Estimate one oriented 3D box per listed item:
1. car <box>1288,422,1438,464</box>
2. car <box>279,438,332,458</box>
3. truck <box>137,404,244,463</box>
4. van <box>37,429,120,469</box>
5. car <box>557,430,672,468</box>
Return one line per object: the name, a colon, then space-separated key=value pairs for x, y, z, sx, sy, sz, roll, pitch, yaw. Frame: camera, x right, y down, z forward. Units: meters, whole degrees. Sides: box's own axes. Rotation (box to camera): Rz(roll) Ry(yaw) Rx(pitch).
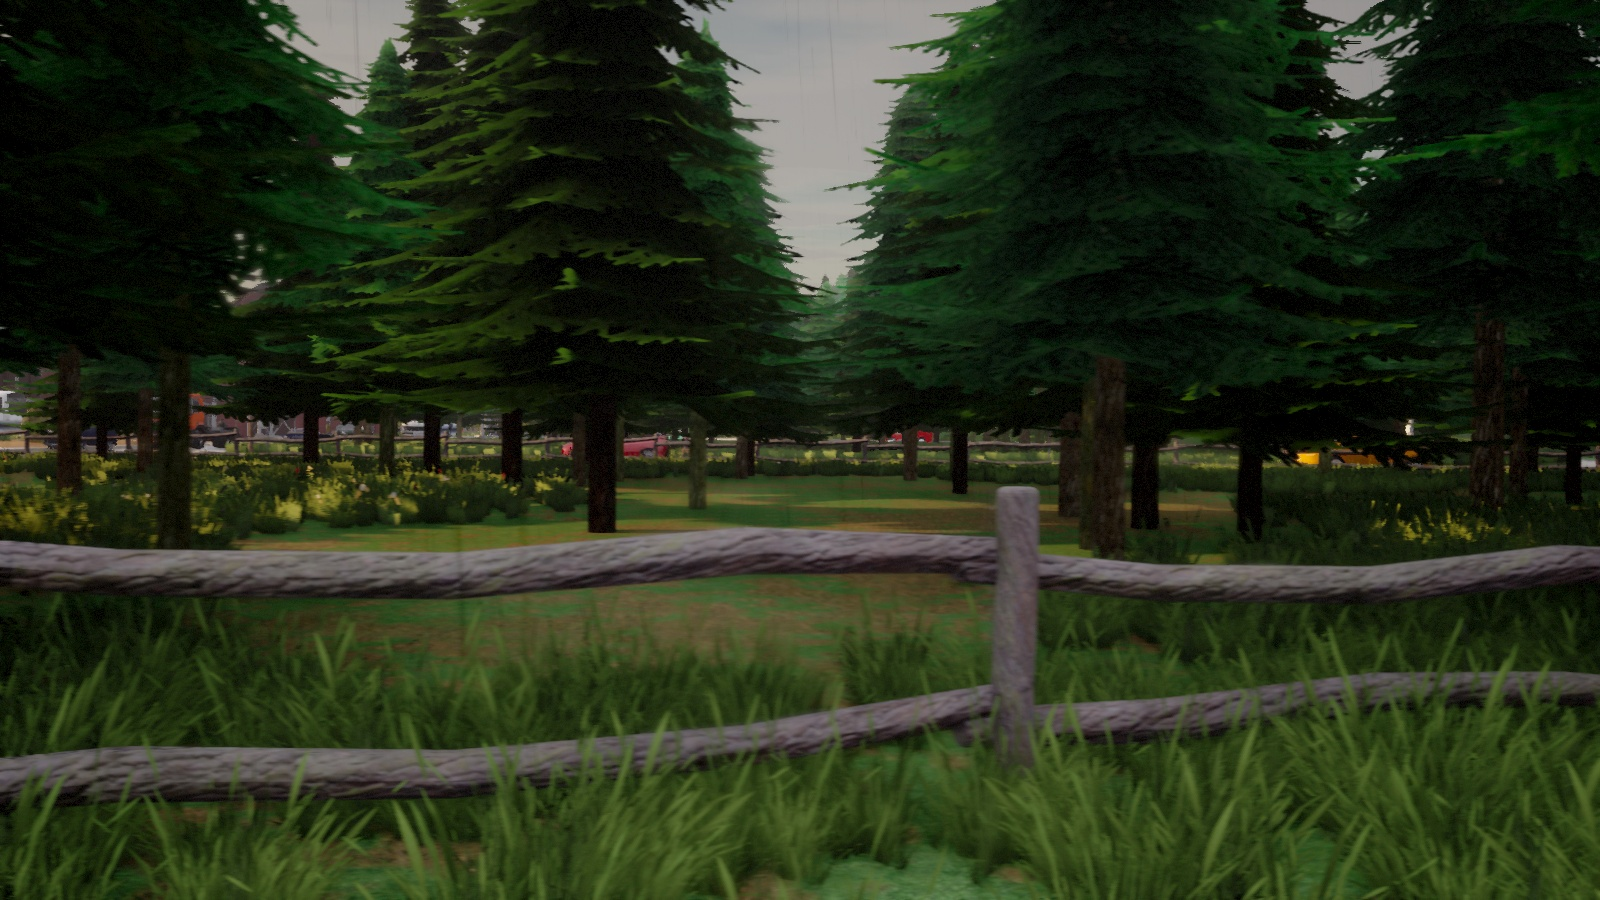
car: x=21.957 y=-0.281 z=49.089 sx=5.008 sy=1.535 sz=1.882 roll=-1 pitch=1 yaw=-1
car: x=-34.116 y=-0.128 z=86.729 sx=1.895 sy=1.301 sz=4.718 roll=-1 pitch=1 yaw=-2
truck: x=-37.355 y=-1.023 z=77.353 sx=2.891 sy=3.462 sz=7.936 roll=-1 pitch=1 yaw=-2
van: x=-36.971 y=-0.085 z=64.505 sx=1.775 sy=1.987 sz=4.442 roll=-1 pitch=1 yaw=-2
car: x=-7.682 y=-0.045 z=52.297 sx=4.514 sy=1.525 sz=2.007 roll=-1 pitch=1 yaw=-1
